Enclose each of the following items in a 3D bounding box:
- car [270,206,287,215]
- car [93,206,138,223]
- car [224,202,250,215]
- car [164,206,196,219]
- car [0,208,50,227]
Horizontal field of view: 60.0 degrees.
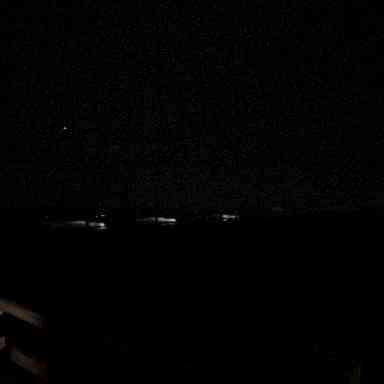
[{"bbox_3d":[15.803,3.330,60.512,1.812,1.442,4.674,3,1,37],"label":"car"},{"bbox_3d":[-7.533,2.167,33.230,1.837,1.490,4.892,3,0,36],"label":"car"},{"bbox_3d":[7.395,2.628,53.727,2.150,2.045,5.566,3,0,36],"label":"car"},{"bbox_3d":[-1.414,2.485,41.676,1.837,1.490,4.892,3,0,37],"label":"car"},{"bbox_3d":[-13.513,1.891,24.950,2.033,1.411,5.357,3,0,36],"label":"car"}]
